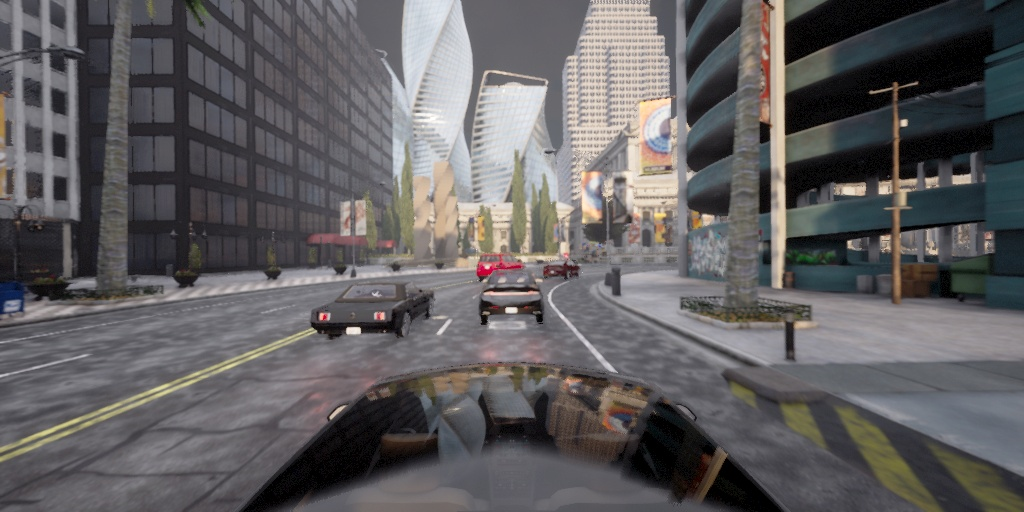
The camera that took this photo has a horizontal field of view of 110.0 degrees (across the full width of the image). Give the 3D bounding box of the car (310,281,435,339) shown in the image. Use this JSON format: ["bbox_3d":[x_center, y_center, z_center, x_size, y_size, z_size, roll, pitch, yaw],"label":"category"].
[{"bbox_3d":[-3.502,1.343,10.095,1.895,1.301,4.718,-1,0,-1],"label":"car"}]

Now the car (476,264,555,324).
[{"bbox_3d":[0.022,1.187,11.752,2.128,1.511,4.902,-1,0,1],"label":"car"}]

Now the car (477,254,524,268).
[{"bbox_3d":[-0.735,0.841,27.280,2.150,2.045,5.566,-1,0,21],"label":"car"}]

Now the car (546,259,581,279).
[{"bbox_3d":[4.189,1.033,29.396,1.882,1.535,5.008,-1,0,27],"label":"car"}]
